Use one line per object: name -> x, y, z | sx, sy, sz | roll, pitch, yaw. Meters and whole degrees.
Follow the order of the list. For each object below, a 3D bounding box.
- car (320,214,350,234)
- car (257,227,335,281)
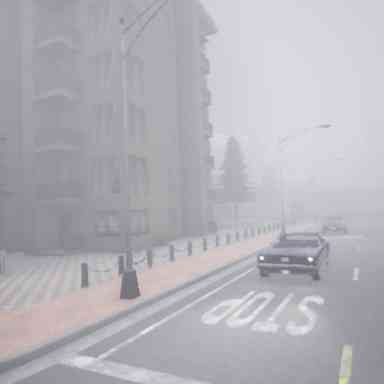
car -> 11.807, 2.627, 27.398 | 1.837, 1.490, 4.892 | -4, -3, 27
car -> 3.791, 2.156, 11.917 | 1.895, 1.301, 4.718 | -4, -4, 27
